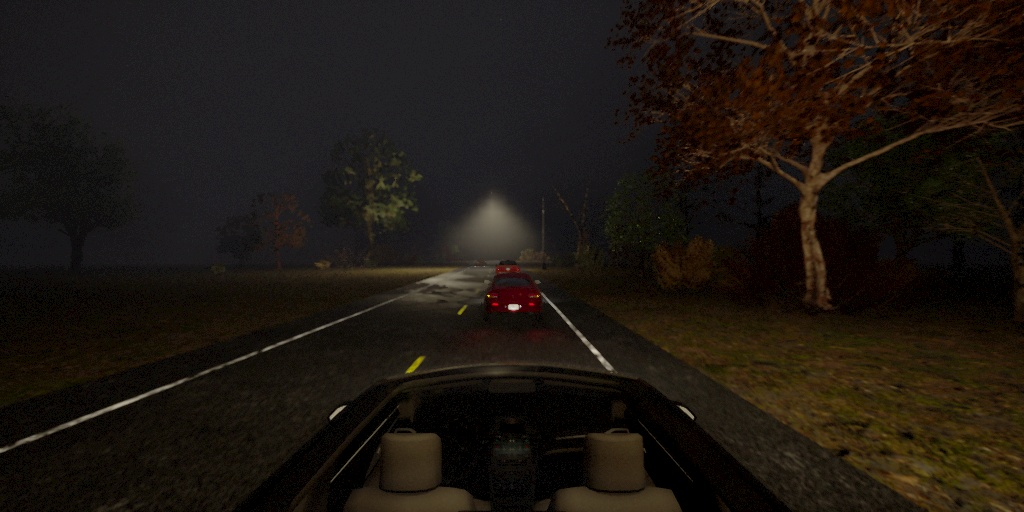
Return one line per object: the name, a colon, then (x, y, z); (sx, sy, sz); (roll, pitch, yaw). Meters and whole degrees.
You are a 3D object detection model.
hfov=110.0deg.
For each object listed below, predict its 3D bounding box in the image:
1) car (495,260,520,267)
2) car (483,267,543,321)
car: (-0.379, 1.083, 31.048); (2.097, 1.767, 4.553); (0, 0, -2)
car: (0.018, 1.271, 12.386); (1.812, 1.442, 4.674); (0, 0, -1)
